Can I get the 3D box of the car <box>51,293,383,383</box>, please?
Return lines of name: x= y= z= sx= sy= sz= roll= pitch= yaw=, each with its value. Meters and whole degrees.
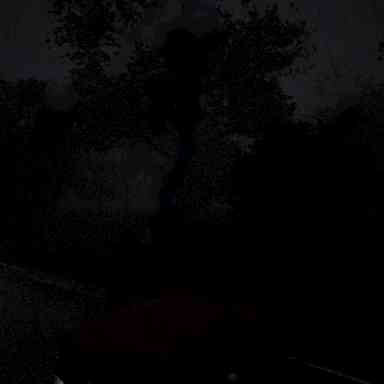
car: x=0.935 y=1.602 z=2.711 sx=4.718 sy=1.301 sz=1.895 roll=0 pitch=0 yaw=36
